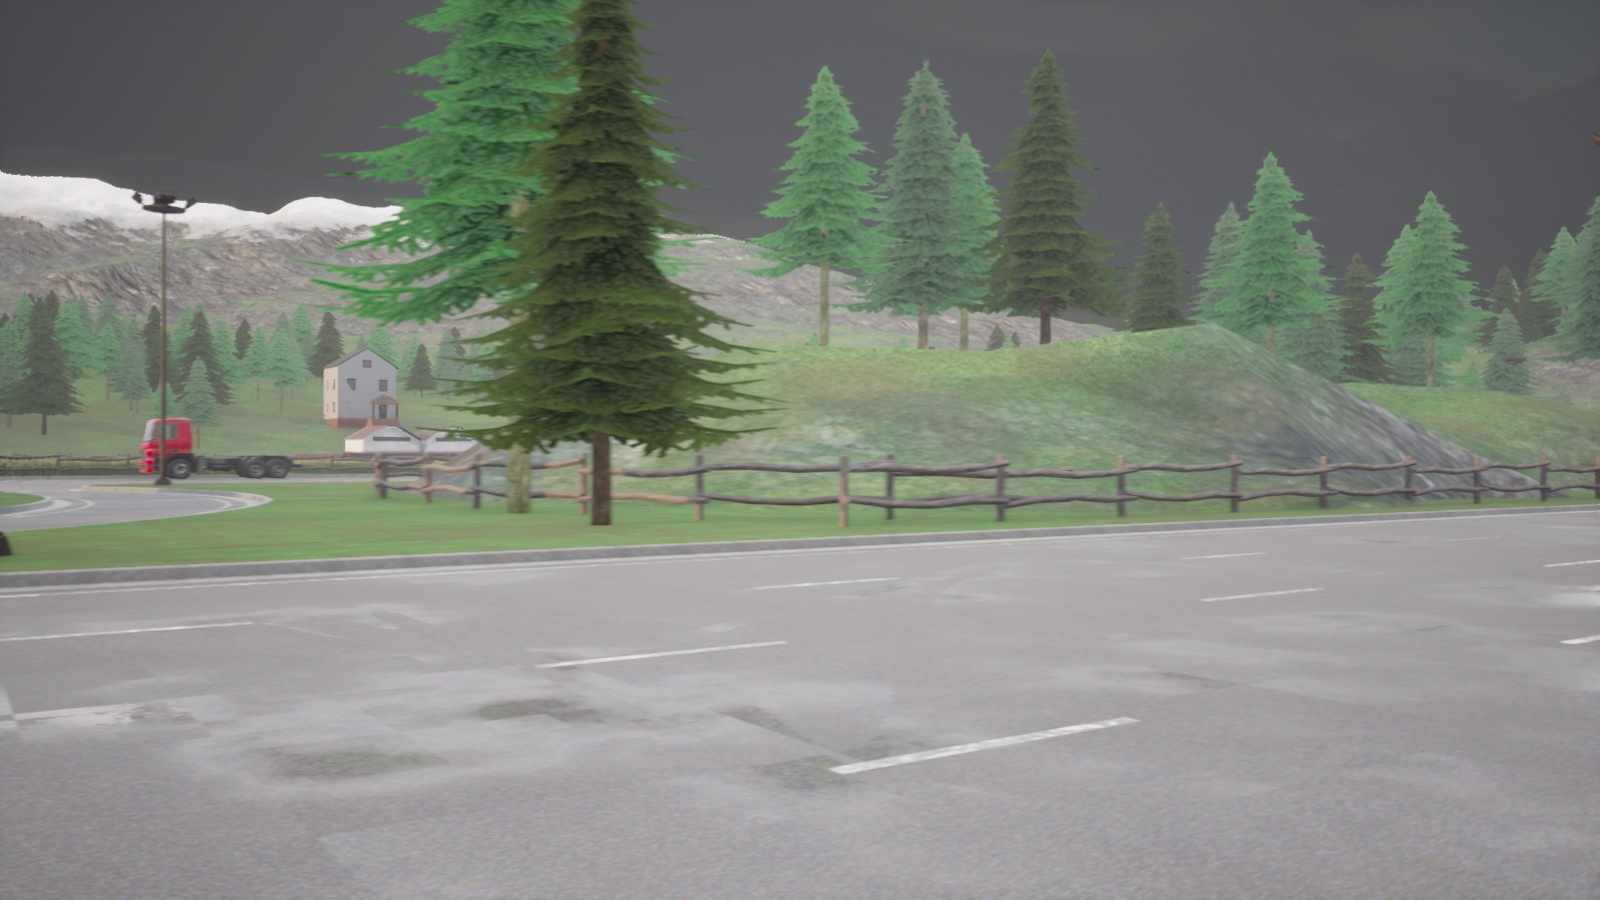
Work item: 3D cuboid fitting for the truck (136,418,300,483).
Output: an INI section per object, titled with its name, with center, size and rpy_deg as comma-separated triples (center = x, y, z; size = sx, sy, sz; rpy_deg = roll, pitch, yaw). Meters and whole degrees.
[truck]
center = -32.422, 0.027, 70.165
size = 7.936, 3.462, 2.891
rpy_deg = 0, 0, -35
